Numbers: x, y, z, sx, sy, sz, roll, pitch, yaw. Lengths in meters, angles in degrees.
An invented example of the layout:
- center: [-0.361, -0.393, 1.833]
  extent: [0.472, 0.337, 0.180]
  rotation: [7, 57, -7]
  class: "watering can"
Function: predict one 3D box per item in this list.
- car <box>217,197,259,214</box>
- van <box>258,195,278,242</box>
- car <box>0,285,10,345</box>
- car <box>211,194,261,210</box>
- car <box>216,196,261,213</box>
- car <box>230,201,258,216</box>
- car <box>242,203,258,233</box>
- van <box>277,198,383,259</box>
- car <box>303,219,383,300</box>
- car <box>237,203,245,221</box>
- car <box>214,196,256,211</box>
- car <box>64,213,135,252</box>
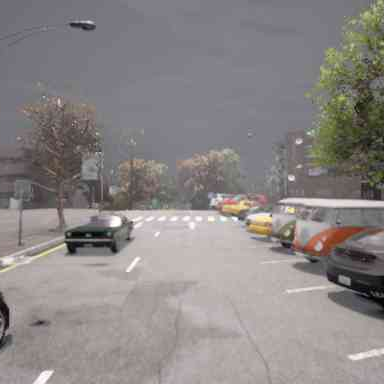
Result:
- center: [5.484, 1.497, 31.554]
  extent: [5.366, 1.575, 1.946]
  rotation: [1, 0, -20]
  class: "car"
- center: [5.187, 1.264, 13.313]
  extent: [4.442, 1.987, 1.878]
  rotation: [1, 0, -19]
  class: "van"
- center: [-3.659, 1.566, 3.191]
  extent: [1.994, 1.385, 4.181]
  rotation: [0, 0, 0]
  class: "car"
- center: [5.268, 1.247, 34.502]
  extent: [5.566, 2.045, 2.435]
  rotation: [1, 0, -21]
  class: "car"
- center: [5.228, 1.374, 37.553]
  extent: [4.553, 1.767, 2.185]
  rotation: [1, -1, -21]
  class: "car"
- center: [5.324, 1.534, 22.433]
  extent: [4.674, 1.452, 2.002]
  rotation: [1, 0, -20]
  class: "car"
- center: [5.483, 1.491, 16.444]
  extent: [5.366, 1.575, 1.946]
  rotation: [1, 0, -20]
  class: "car"
- center: [5.174, 1.263, 10.285]
  extent: [4.442, 1.987, 1.878]
  rotation: [1, 0, -20]
  class: "van"
- center: [5.256, 1.490, 7.307]
  extent: [4.892, 1.521, 2.231]
  rotation: [1, 0, -20]
  class: "car"
- center: [5.327, 1.533, 19.405]
  extent: [4.674, 1.452, 2.002]
  rotation: [1, 0, -20]
  class: "car"
- center: [5.241, 1.413, 40.577]
  extent: [4.553, 1.767, 2.185]
  rotation: [2, -3, -21]
  class: "car"
- center: [-3.713, 1.607, 14.051]
  extent: [1.895, 1.301, 4.718]
  rotation: [0, 0, -1]
  class: "car"
